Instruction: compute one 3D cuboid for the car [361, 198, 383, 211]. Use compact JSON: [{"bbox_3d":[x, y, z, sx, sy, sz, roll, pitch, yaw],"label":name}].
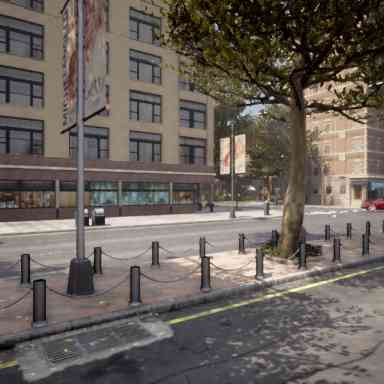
[{"bbox_3d":[22.647,1.477,39.055,5.008,1.535,1.882,0,1,10],"label":"car"}]
